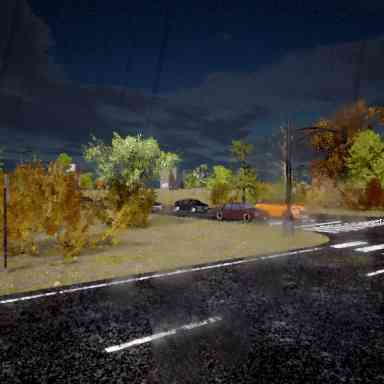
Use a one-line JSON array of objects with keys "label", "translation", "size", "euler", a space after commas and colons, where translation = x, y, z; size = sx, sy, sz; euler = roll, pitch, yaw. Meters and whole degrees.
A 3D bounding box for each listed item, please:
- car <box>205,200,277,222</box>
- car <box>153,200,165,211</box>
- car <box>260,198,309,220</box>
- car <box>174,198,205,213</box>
[{"label": "car", "translation": [3.769, 1.559, 26.724], "size": [2.033, 1.411, 5.357], "euler": [0, 0, -38]}, {"label": "car", "translation": [-4.838, 1.486, 37.675], "size": [2.128, 1.511, 4.902], "euler": [0, 1, -38]}, {"label": "car", "translation": [7.323, 1.345, 27.461], "size": [2.097, 1.767, 4.553], "euler": [0, 0, -38]}, {"label": "car", "translation": [-0.056, 1.484, 36.848], "size": [1.837, 1.490, 4.892], "euler": [0, 1, -38]}]
